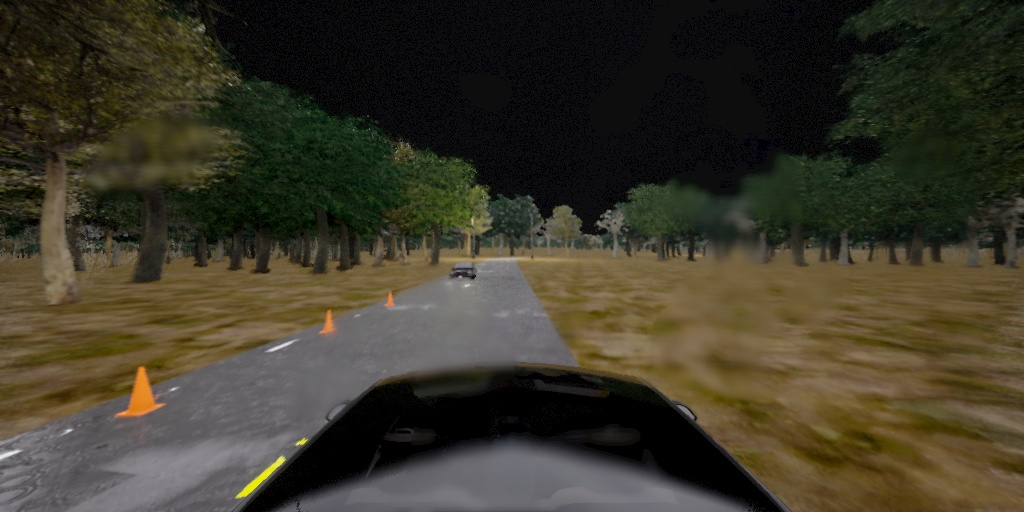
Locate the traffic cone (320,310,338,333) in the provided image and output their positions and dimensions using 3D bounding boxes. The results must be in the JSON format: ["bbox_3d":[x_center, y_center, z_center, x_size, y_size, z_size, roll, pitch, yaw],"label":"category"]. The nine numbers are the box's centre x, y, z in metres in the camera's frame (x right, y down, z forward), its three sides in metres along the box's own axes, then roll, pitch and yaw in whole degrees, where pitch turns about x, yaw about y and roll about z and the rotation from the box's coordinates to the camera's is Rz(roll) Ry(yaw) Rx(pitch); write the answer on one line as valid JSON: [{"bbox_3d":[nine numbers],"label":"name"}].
[{"bbox_3d":[-5.003,1.774,9.827,0.340,0.580,0.340,0,0,0],"label":"traffic cone"}]

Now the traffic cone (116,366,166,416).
[{"bbox_3d":[-4.978,1.783,4.826,0.340,0.580,0.340,0,0,0],"label":"traffic cone"}]

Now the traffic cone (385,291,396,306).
[{"bbox_3d":[-5.028,1.742,14.828,0.340,0.580,0.340,0,0,0],"label":"traffic cone"}]

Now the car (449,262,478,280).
[{"bbox_3d":[-3.916,1.176,29.838,2.033,1.411,5.357,-1,1,0],"label":"car"}]
